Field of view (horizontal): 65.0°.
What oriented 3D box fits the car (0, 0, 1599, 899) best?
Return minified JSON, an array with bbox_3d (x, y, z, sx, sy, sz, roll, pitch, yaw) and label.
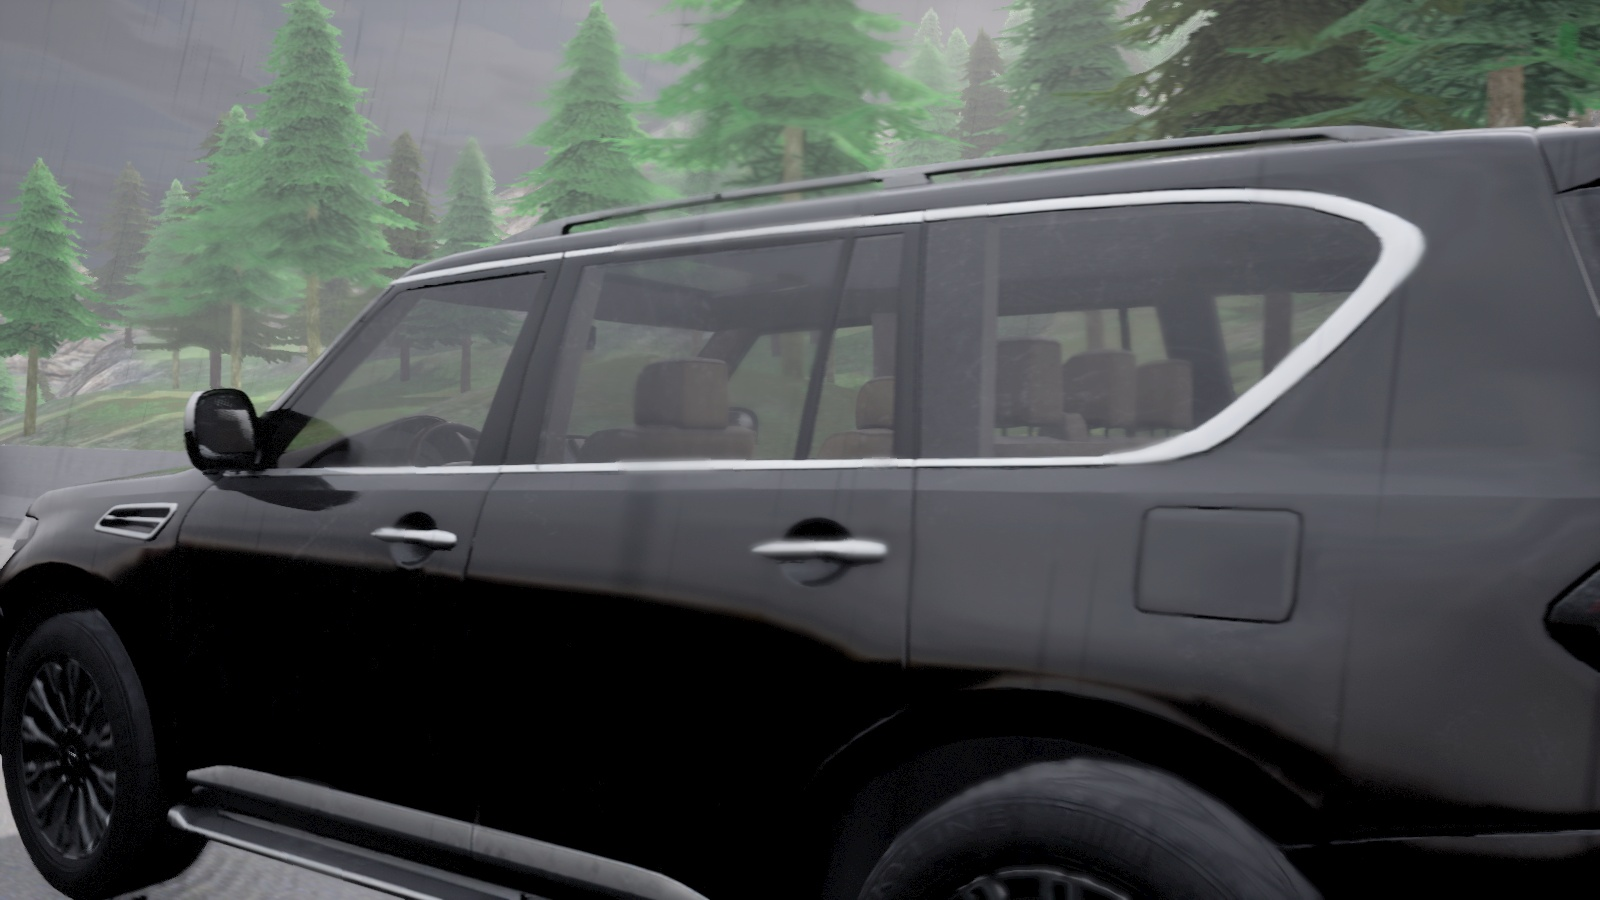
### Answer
[{"bbox_3d":[-0.200,0.407,3.756,5.566,2.045,2.150,0,1,34],"label":"car"}]
